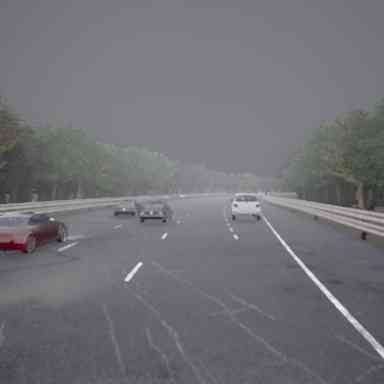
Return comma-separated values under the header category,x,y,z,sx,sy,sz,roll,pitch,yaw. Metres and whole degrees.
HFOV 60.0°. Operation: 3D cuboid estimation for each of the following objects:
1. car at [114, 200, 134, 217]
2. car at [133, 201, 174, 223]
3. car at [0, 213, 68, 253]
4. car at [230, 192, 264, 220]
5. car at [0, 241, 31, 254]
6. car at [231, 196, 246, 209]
category,x,y,z,sx,sy,sz,roll,pitch,yaw
car,-5.643,1.456,30.356,1.994,1.385,4.181,0,0,4
car,-2.554,1.459,24.701,2.033,1.411,5.357,0,0,4
car,-6.606,1.510,13.265,1.994,1.385,4.181,0,0,2
car,4.292,1.132,27.015,2.150,2.045,5.566,0,0,6
car,-3.354,1.480,2.181,2.128,1.511,4.902,0,0,0
car,6.280,1.332,44.926,1.882,1.535,5.008,0,0,7
